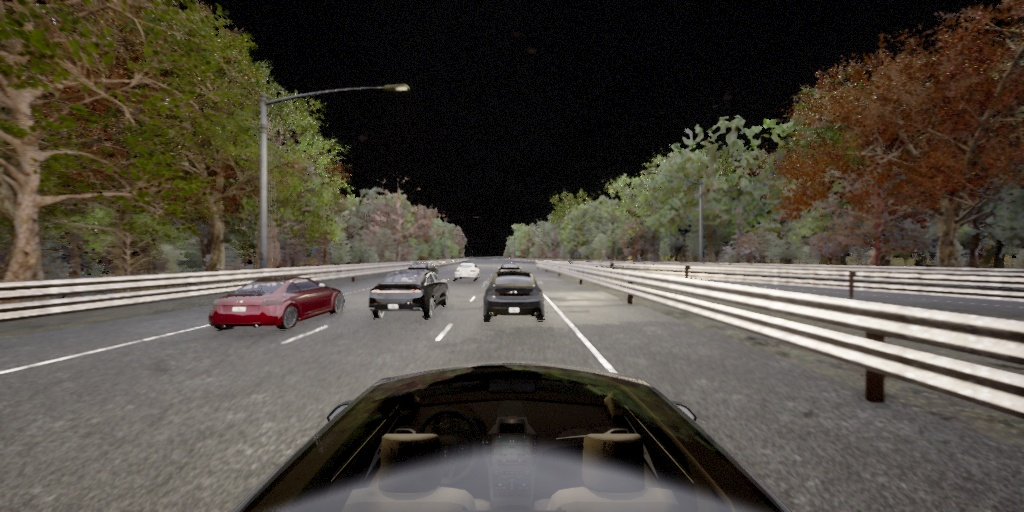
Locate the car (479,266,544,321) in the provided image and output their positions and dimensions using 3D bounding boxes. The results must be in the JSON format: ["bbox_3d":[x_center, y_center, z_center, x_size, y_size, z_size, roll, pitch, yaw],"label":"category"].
[{"bbox_3d":[0.042,1.264,12.423,1.837,1.490,4.892,0,0,0],"label":"car"}]

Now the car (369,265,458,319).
[{"bbox_3d":[-3.461,1.253,12.819,2.128,1.511,4.902,0,0,0],"label":"car"}]

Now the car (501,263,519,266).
[{"bbox_3d":[-0.179,1.273,28.931,2.128,1.511,4.902,0,0,-1],"label":"car"}]

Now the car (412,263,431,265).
[{"bbox_3d":[-7.182,1.276,28.989,2.128,1.511,4.902,0,0,-1],"label":"car"}]

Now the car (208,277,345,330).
[{"bbox_3d":[-6.949,1.324,11.121,1.994,1.385,4.181,0,0,0],"label":"car"}]

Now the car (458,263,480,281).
[{"bbox_3d":[-3.701,1.311,30.044,1.812,1.442,4.674,0,0,-1],"label":"car"}]
